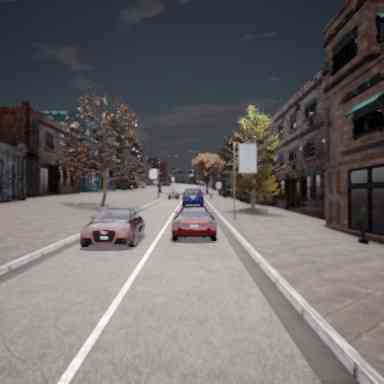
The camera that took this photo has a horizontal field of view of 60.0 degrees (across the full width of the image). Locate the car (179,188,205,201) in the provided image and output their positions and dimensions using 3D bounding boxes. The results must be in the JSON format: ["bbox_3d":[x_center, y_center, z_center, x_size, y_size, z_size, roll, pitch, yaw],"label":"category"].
[{"bbox_3d":[0.098,0.640,34.011,2.150,2.045,5.566,0,1,0],"label":"car"}]

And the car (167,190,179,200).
[{"bbox_3d":[-3.065,0.502,55.971,1.837,1.490,4.892,0,1,0],"label":"car"}]

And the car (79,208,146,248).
[{"bbox_3d":[-3.099,1.371,13.683,1.994,1.385,4.181,0,1,0],"label":"car"}]

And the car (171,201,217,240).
[{"bbox_3d":[0.101,1.334,15.623,1.994,1.385,4.181,0,1,0],"label":"car"}]
